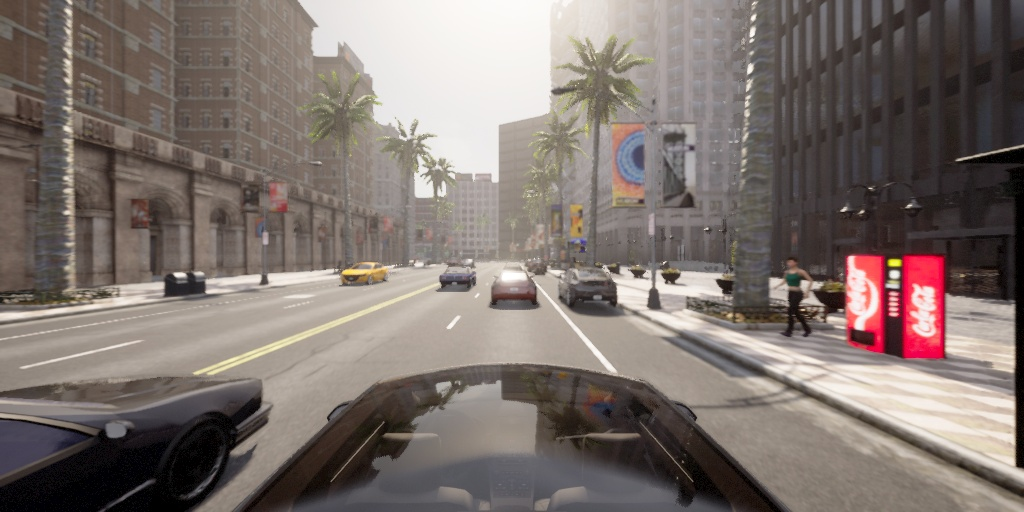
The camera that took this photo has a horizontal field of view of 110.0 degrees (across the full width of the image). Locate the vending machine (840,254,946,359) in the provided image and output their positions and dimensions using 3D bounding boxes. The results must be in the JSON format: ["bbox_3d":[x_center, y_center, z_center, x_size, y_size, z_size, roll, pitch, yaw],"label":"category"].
[{"bbox_3d":[7.385,0.941,6.969,1.100,2.100,0.880,0,0,0],"label":"vending machine"}]

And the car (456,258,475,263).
[{"bbox_3d":[-6.977,1.229,56.822,2.128,1.511,4.902,0,0,1],"label":"car"}]

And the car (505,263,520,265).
[{"bbox_3d":[0.091,1.341,36.354,1.895,1.301,4.718,0,0,0],"label":"car"}]

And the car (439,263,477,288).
[{"bbox_3d":[-3.405,1.346,23.498,1.895,1.301,4.718,0,0,0],"label":"car"}]

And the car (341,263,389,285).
[{"bbox_3d":[-10.600,1.224,26.121,1.882,1.535,5.008,0,0,0],"label":"car"}]

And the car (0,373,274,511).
[{"bbox_3d":[-3.401,1.299,1.232,2.033,1.411,5.357,0,0,0],"label":"car"}]

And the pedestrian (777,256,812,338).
[{"bbox_3d":[6.313,0.887,8.019,0.375,1.860,0.375,0,0,0],"label":"pedestrian"}]

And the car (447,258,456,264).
[{"bbox_3d":[-10.348,1.088,64.404,2.097,1.767,4.553,0,0,1],"label":"car"}]

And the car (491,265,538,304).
[{"bbox_3d":[0.094,1.310,16.376,1.994,1.385,4.181,0,0,0],"label":"car"}]
